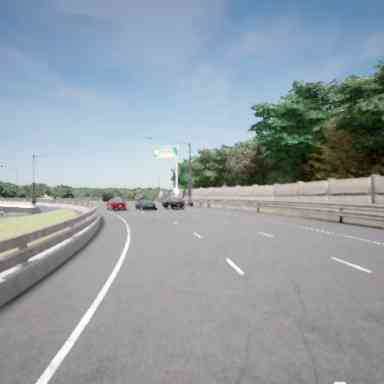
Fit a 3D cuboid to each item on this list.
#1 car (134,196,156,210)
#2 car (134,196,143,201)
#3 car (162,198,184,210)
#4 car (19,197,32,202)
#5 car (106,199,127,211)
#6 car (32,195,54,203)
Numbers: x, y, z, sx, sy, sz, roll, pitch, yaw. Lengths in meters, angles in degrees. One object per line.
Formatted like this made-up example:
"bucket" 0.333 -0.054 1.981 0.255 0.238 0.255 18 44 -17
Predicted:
"car" -6.187 1.651 43.823 1.994 1.385 4.181 -1 0 -25
"car" -14.859 1.805 92.731 2.128 1.511 4.902 -1 -1 -7
"car" -2.622 1.522 44.650 1.882 1.535 5.008 -1 0 -23
"car" -40.464 2.005 81.289 4.892 1.490 1.837 -1 0 37
"car" -10.033 1.610 43.834 1.882 1.535 5.008 -1 0 -26
"car" -36.737 1.686 82.807 5.566 2.045 2.150 -1 0 37
